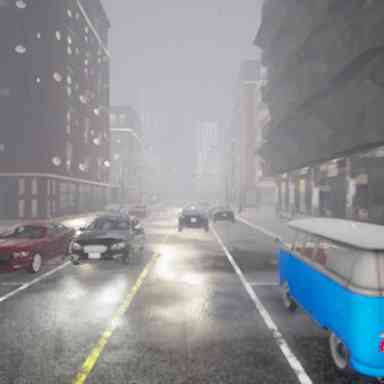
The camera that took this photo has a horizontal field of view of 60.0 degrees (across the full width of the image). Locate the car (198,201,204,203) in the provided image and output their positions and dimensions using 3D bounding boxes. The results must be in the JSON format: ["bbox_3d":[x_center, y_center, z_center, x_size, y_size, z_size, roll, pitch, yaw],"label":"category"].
[{"bbox_3d":[0.088,1.976,36.170,1.895,1.301,4.718,0,-1,0],"label":"car"}]

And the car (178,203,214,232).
[{"bbox_3d":[0.097,1.732,22.118,2.163,1.488,4.792,0,-1,0],"label":"car"}]

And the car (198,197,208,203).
[{"bbox_3d":[2.691,2.307,71.790,1.887,1.381,4.507,1,-1,0],"label":"car"}]

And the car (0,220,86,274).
[{"bbox_3d":[-5.276,1.659,11.024,1.887,1.381,4.507,1,-1,0],"label":"car"}]

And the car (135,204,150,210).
[{"bbox_3d":[-5.280,1.894,33.706,1.887,1.381,4.507,1,-1,0],"label":"car"}]

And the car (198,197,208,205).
[{"bbox_3d":[2.594,2.189,81.737,2.192,1.841,5.009,1,-1,0],"label":"car"}]

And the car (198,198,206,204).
[{"bbox_3d":[2.560,2.395,88.859,1.967,1.590,4.097,1,-1,0],"label":"car"}]

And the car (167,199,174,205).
[{"bbox_3d":[-5.337,2.441,83.156,2.008,1.369,4.403,1,-1,0],"label":"car"}]

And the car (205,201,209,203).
[{"bbox_3d":[2.568,1.894,33.736,1.887,1.381,4.507,1,-1,0],"label":"car"}]

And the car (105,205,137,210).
[{"bbox_3d":[-5.278,1.782,22.365,2.008,1.369,4.403,1,-1,0],"label":"car"}]

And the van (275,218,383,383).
[{"bbox_3d":[2.575,1.397,5.385,1.690,1.788,3.998,1,-1,0],"label":"van"}]

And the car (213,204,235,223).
[{"bbox_3d":[2.568,1.856,28.065,1.947,1.339,4.313,1,-1,0],"label":"car"}]

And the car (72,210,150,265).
[{"bbox_3d":[-2.849,1.617,12.179,2.128,1.511,4.902,0,-1,0],"label":"car"}]
